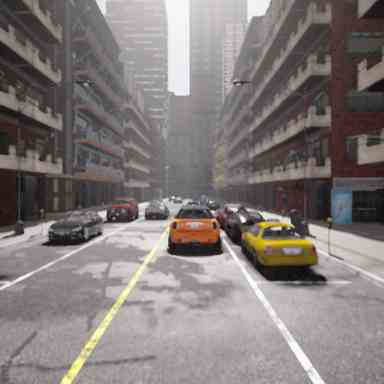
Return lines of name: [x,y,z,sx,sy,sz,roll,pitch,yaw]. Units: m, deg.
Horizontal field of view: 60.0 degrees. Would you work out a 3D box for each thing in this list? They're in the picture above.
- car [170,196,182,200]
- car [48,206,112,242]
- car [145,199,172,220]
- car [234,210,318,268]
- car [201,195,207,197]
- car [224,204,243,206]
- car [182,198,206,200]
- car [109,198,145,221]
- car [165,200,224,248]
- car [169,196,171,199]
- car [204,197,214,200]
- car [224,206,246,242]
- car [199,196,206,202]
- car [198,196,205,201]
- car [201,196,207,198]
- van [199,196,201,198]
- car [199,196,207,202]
car: [-2.926,1.779,70.408,2.033,1.411,5.357,0,0,0]
car: [-5.684,1.610,16.708,2.008,1.369,4.403,-1,0,0]
car: [-3.069,1.653,29.856,2.033,1.411,5.357,0,0,0]
car: [2.690,1.565,11.239,1.752,1.417,4.829,-1,0,0]
car: [3.065,1.728,62.296,1.837,1.490,4.892,0,0,0]
car: [2.701,1.519,22.273,1.967,1.590,4.097,-1,0,0]
car: [0.131,1.618,31.938,1.837,1.490,4.892,0,0,0]
car: [-5.675,1.414,27.913,2.192,1.841,5.009,-1,0,0]
car: [0.111,1.406,15.253,2.097,1.767,4.553,0,0,0]
car: [-5.601,1.911,95.136,1.947,1.339,4.313,-1,0,0]
car: [2.726,1.725,44.680,1.947,1.339,4.313,-1,0,0]
car: [2.697,1.625,16.671,1.947,1.339,4.313,-1,0,0]
car: [2.773,1.868,89.496,1.887,1.381,4.507,-1,0,0]
car: [2.779,1.910,95.098,1.947,1.339,4.313,-1,0,0]
car: [2.732,1.730,50.283,2.008,1.369,4.403,-1,0,0]
van: [2.759,1.623,78.294,1.690,1.788,3.998,-1,0,0]
car: [2.768,1.853,83.894,2.008,1.369,4.403,-1,0,0]
